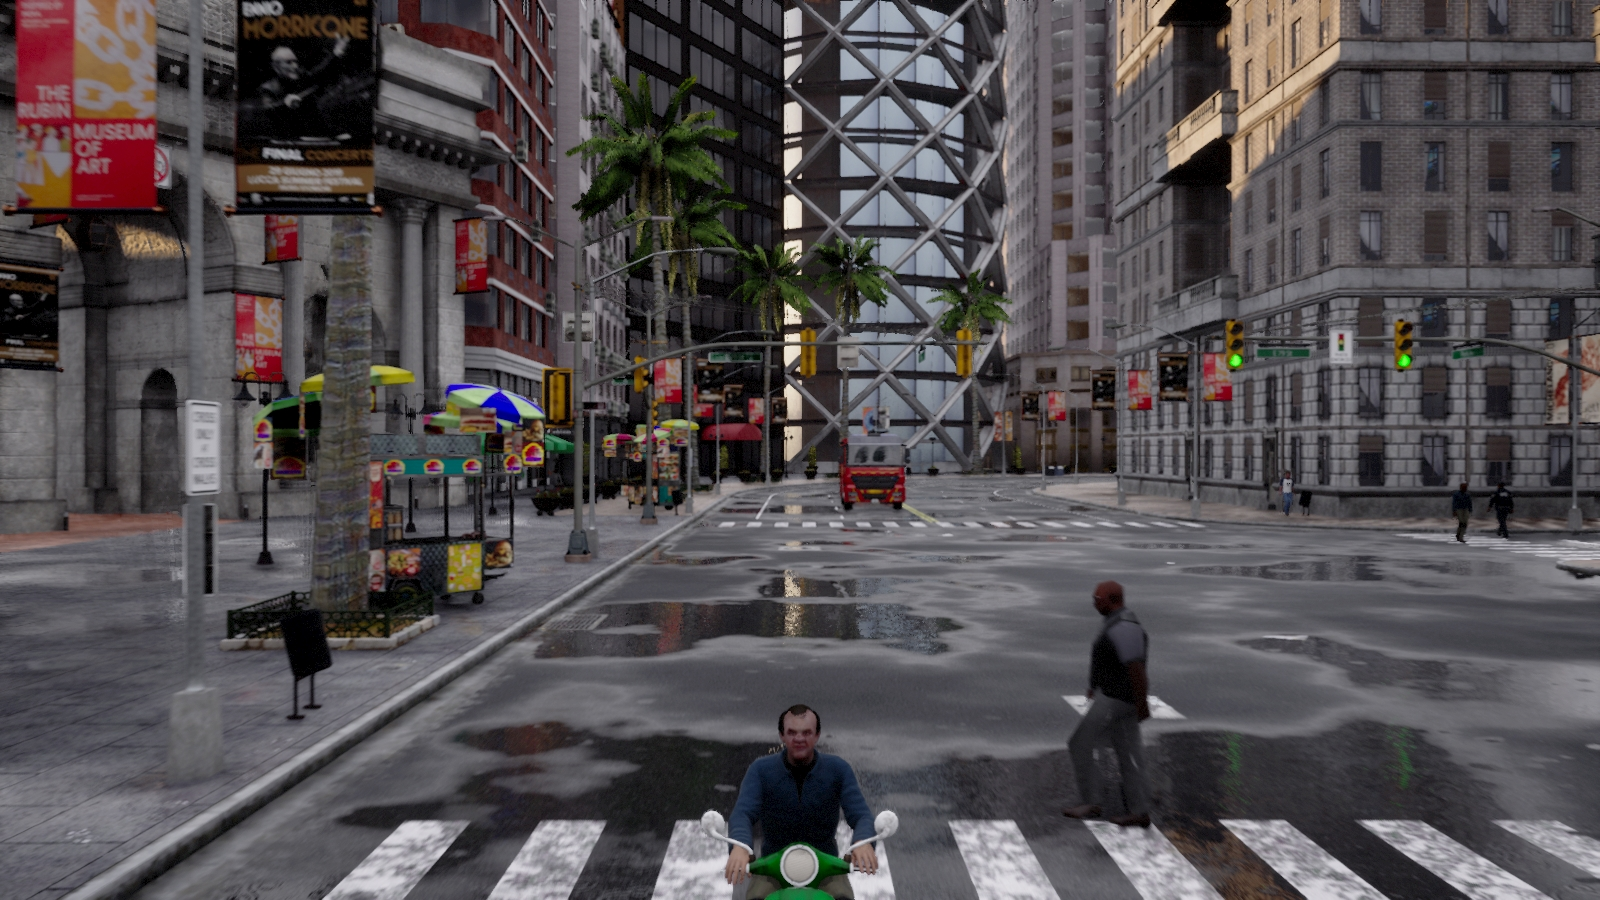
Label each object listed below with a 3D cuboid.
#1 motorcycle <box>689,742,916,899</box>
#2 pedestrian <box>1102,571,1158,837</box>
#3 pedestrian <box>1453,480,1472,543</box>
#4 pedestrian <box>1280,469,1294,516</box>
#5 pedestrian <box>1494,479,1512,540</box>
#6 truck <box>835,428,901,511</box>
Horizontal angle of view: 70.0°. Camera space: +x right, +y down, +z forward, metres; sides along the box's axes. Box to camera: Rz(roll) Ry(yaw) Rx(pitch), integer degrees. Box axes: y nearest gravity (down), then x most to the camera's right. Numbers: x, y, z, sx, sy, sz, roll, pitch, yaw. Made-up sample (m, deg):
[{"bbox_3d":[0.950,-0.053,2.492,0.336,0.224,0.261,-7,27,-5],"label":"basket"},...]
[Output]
[{"bbox_3d":[0.009,2.182,5.211,0.856,1.236,1.805,0,0,0],"label":"motorcycle"},{"bbox_3d":[2.430,1.849,8.428,0.375,1.860,0.375,0,0,13],"label":"pedestrian"},{"bbox_3d":[19.799,1.847,34.157,0.375,1.860,0.375,0,0,6],"label":"pedestrian"},{"bbox_3d":[19.507,1.696,45.768,0.375,1.860,0.375,0,0,-3],"label":"pedestrian"},{"bbox_3d":[21.848,1.848,35.509,0.375,1.860,0.375,0,0,10],"label":"pedestrian"},{"bbox_3d":[3.263,0.890,56.942,2.891,3.827,8.468,0,0,0],"label":"truck"}]
